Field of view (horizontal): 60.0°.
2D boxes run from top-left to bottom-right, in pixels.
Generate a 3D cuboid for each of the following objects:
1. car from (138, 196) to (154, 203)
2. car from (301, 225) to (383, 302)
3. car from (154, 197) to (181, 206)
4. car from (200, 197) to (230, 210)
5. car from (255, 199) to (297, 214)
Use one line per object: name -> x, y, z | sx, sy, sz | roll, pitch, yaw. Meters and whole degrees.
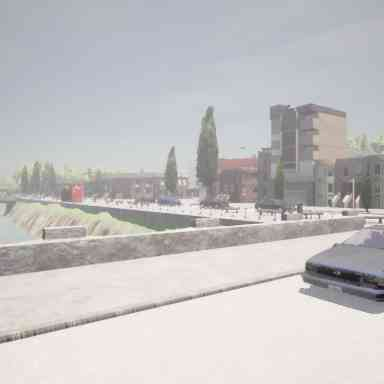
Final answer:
car -> -9.467, 1.547, 68.551 | 2.033, 1.411, 5.357 | 0, 0, -36
car -> 5.034, 1.547, 8.223 | 5.357, 1.411, 2.033 | 0, 0, -36
car -> -3.583, 1.478, 53.200 | 1.882, 1.535, 5.008 | 0, 0, -35
car -> 2.966, 1.505, 44.015 | 1.837, 1.490, 4.892 | 0, 0, -36
car -> 8.905, 1.505, 35.724 | 1.837, 1.490, 4.892 | 0, 0, -36
